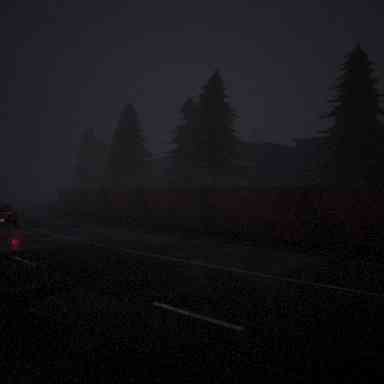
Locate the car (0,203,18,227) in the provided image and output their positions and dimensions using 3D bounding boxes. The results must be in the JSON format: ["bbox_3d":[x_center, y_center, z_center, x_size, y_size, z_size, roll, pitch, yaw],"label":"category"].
[{"bbox_3d":[-12.756,1.467,21.631,2.128,1.511,4.902,0,0,-39],"label":"car"}]
